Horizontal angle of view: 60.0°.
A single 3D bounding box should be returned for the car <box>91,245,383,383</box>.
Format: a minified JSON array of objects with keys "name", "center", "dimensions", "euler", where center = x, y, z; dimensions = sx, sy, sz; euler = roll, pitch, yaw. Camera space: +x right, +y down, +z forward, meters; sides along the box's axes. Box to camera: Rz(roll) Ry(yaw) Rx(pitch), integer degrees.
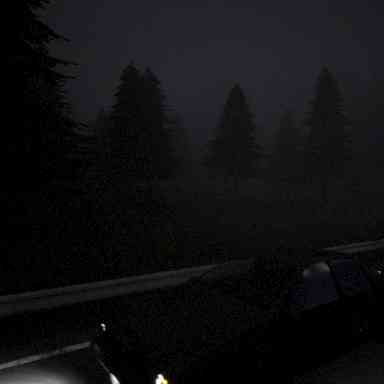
[{"name":"car","center":[1.401,1.572,4.929],"dimensions":[5.357,1.411,2.033],"euler":[1,0,-35]}]
